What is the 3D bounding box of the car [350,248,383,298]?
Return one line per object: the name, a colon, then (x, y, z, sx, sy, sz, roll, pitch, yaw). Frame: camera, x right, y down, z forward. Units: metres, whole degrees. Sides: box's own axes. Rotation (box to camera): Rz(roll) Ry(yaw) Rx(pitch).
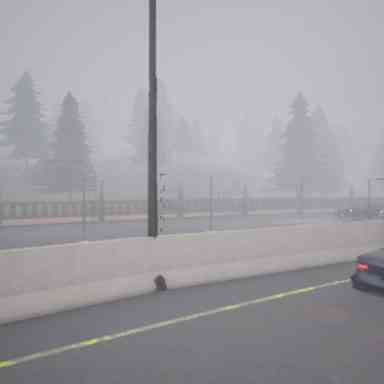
car: (5.774, 1.511, 7.163, 5.357, 1.411, 2.033, 0, 0, -29)
